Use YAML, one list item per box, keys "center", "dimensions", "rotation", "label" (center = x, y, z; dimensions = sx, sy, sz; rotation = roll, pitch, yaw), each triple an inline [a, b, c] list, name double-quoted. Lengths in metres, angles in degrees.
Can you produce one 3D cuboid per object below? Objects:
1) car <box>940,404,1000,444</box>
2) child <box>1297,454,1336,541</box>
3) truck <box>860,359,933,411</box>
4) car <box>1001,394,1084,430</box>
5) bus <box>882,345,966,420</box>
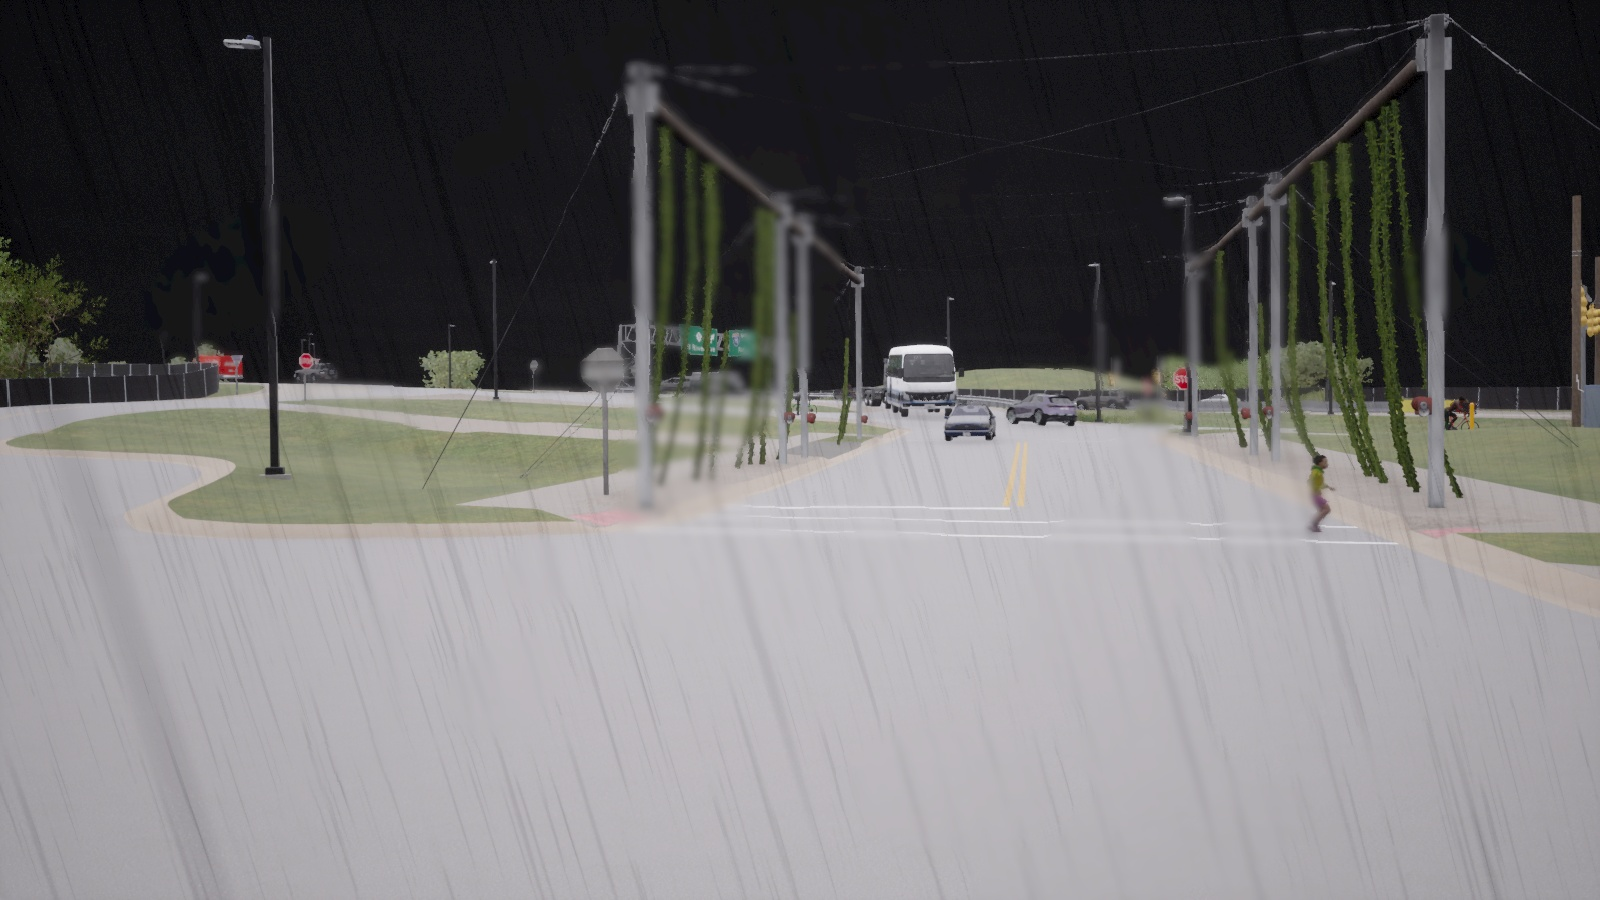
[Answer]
- center: [6.906, -1.083, 50.571]
  dimensions: [2.033, 1.411, 5.357]
  rotation: [0, 3, 12]
  label: "car"
- center: [7.009, 0.638, 17.064]
  dimensions: [0.473, 1.160, 0.299]
  rotation: [0, 1, 20]
  label: "child"
- center: [6.704, -4.677, 88.365]
  dimensions: [2.891, 3.462, 7.936]
  rotation: [-1, 4, -13]
  label: "truck"
- center: [12.276, -1.984, 63.905]
  dimensions: [2.033, 1.649, 4.856]
  rotation: [1, 3, -18]
  label: "car"
- center: [7.442, -4.248, 77.097]
  dimensions: [3.944, 4.253, 10.273]
  rotation: [0, 4, -1]
  label: "bus"
